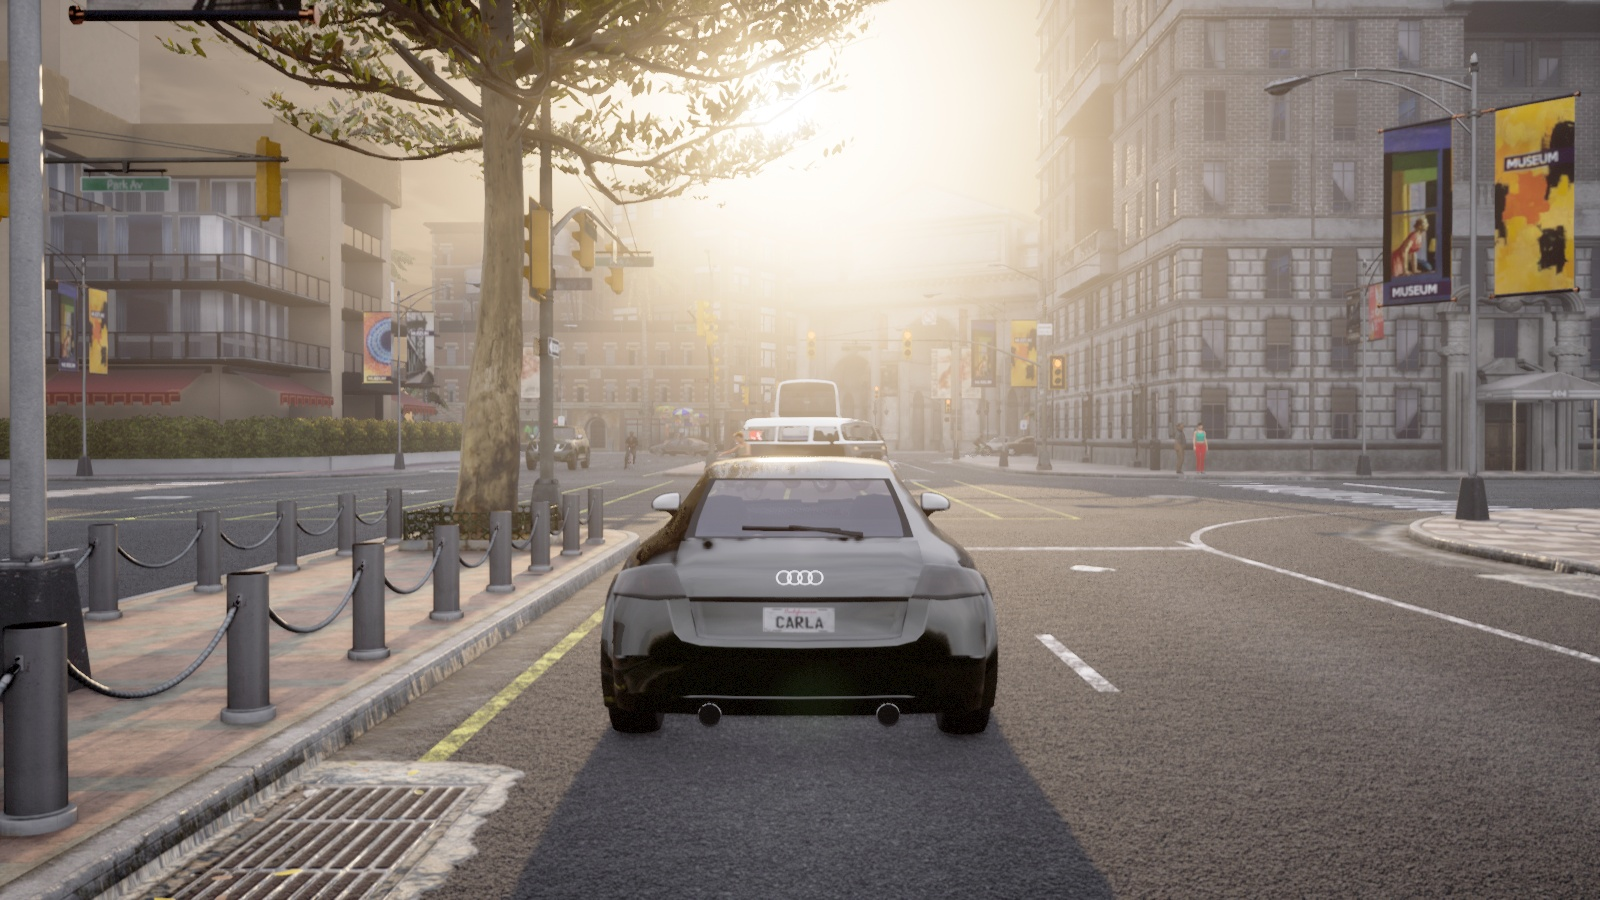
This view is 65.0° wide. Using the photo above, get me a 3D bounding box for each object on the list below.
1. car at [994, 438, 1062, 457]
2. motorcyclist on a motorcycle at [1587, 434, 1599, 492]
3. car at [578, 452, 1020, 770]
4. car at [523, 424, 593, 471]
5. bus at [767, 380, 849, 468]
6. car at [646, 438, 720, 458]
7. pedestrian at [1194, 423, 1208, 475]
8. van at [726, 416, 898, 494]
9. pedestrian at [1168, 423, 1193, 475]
[{"bbox_3d":[17.403,-0.209,96.036,4.892,1.490,1.837,0,1,1],"label":"car"},{"bbox_3d":[22.878,0.367,34.609,1.817,1.590,0.866,0,1,0],"label":"motorcyclist on a motorcycle"},{"bbox_3d":[0.002,0.731,7.768,1.994,1.385,4.181,0,1,0],"label":"car"},{"bbox_3d":[-11.149,-0.135,58.278,2.150,2.045,5.566,0,1,0],"label":"car"},{"bbox_3d":[0.394,-1.294,65.527,3.944,4.253,10.273,0,1,0],"label":"bus"},{"bbox_3d":[-8.826,-0.170,94.341,5.357,1.411,2.033,0,1,31],"label":"car"},{"bbox_3d":[14.167,-0.036,44.408,0.345,1.836,0.594,0,1,5],"label":"pedestrian"},{"bbox_3d":[0.285,0.122,34.663,4.480,2.038,2.069,0,0,41],"label":"van"},{"bbox_3d":[13.518,-0.039,44.650,0.694,1.848,0.540,1,1,41],"label":"pedestrian"}]
